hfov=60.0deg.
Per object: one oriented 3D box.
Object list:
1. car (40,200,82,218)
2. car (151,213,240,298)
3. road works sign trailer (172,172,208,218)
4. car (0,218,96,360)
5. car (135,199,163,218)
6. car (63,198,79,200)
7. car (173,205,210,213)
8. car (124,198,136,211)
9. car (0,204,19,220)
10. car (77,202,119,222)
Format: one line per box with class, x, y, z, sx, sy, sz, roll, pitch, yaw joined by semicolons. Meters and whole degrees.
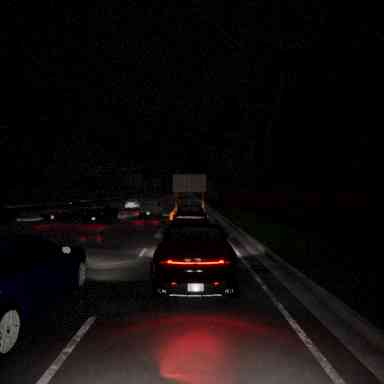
car;-10.597;1.601;27.393;1.895;1.301;4.718;0;0;0
car;0.052;1.505;8.525;1.837;1.490;4.892;0;0;0
road works sign trailer;-0.174;0.464;22.782;2.380;3.560;2.880;0;0;-3
car;-3.429;1.478;5.958;1.882;1.535;5.008;0;0;0
car;-3.616;1.526;29.700;1.812;1.442;4.674;0;0;0
car;-14.196;1.490;39.328;2.128;1.511;4.902;0;0;-1
car;-0.051;1.488;18.912;2.128;1.511;4.902;0;0;1
car;-7.221;1.526;41.474;1.812;1.442;4.674;0;0;-1
car;-14.063;1.504;23.303;1.837;1.490;4.892;0;0;0
car;-7.086;1.600;26.050;1.895;1.301;4.718;0;0;0
